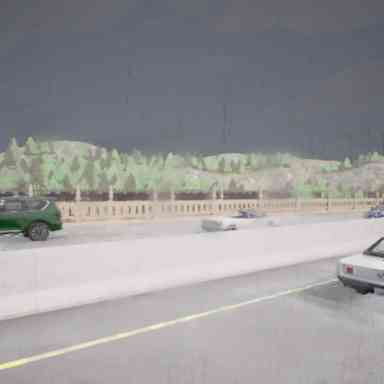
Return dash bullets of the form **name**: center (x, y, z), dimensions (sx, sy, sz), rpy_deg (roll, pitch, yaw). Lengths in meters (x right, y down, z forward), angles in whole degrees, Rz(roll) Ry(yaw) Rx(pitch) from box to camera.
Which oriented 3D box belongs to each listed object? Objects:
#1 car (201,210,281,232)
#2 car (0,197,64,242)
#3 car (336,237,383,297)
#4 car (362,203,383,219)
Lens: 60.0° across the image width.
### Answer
- **car**: center (2.819, 1.676, 18.901), dimensions (4.718, 1.301, 1.895), rpy_deg (0, 0, -35)
- **car**: center (-8.744, 1.230, 14.952), dimensions (5.566, 2.045, 2.150), rpy_deg (0, 0, -36)
- **car**: center (5.443, 1.651, 7.640), dimensions (4.718, 1.301, 1.895), rpy_deg (0, 0, -36)
- **car**: center (13.211, 1.486, 22.016), dimensions (4.553, 1.767, 2.097), rpy_deg (0, 0, -35)
